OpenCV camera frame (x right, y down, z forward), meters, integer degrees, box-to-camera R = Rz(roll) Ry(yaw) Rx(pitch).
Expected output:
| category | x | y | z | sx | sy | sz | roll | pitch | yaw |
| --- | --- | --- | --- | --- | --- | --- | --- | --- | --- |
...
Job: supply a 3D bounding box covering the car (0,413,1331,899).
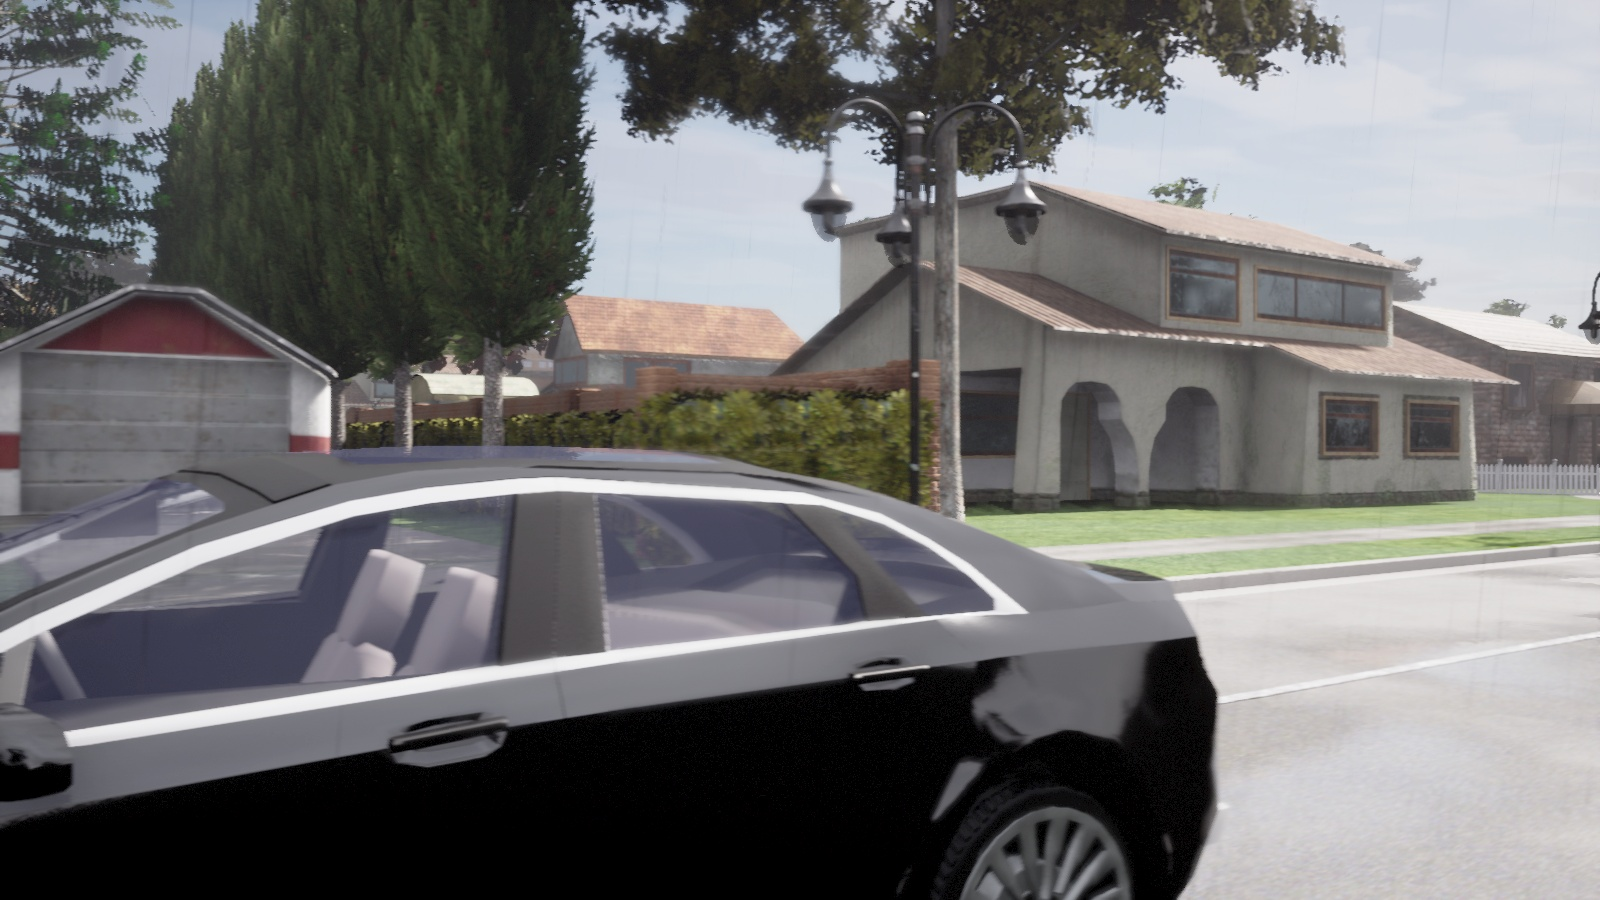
| category | x | y | z | sx | sy | sz | roll | pitch | yaw |
| --- | --- | --- | --- | --- | --- | --- | --- | --- | --- |
| car | -1.204 | 0.710 | 2.821 | 4.902 | 1.511 | 2.128 | 0 | 0 | -35 |
